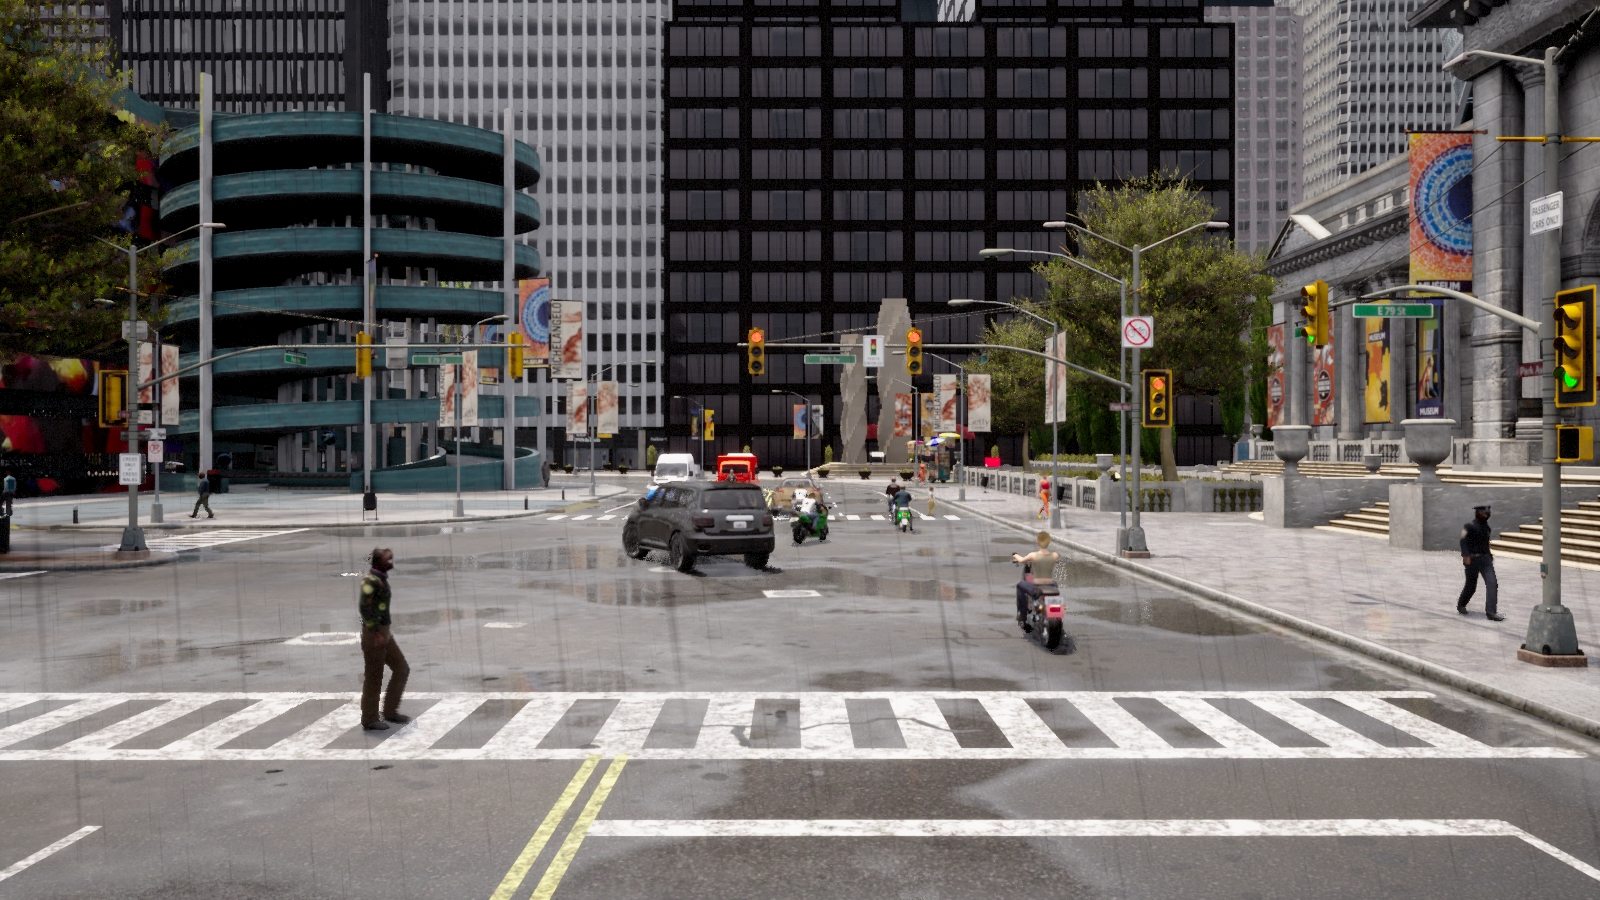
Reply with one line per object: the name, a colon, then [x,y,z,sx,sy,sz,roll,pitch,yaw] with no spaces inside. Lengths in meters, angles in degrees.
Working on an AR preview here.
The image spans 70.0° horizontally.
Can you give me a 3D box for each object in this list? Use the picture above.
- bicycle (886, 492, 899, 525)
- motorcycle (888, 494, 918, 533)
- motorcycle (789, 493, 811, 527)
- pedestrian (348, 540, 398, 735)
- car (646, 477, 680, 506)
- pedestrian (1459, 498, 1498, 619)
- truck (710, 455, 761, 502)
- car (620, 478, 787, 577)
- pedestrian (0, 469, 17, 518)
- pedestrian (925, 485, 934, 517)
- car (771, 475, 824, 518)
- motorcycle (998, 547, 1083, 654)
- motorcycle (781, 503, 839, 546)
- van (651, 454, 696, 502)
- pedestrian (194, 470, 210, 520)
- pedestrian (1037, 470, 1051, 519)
bicycle: [3.500,2.193,43.206,0.329,1.171,1.835,0,0,0]
motorcycle: [3.525,2.167,39.149,0.856,1.236,1.805,0,0,0]
motorcycle: [-0.003,2.197,42.138,0.803,1.145,2.033,0,0,0]
pedestrian: [-4.226,1.843,11.322,0.375,1.860,0.375,0,0,-5]
car: [-6.988,2.098,58.266,1.481,1.376,2.207,0,0,0]
pedestrian: [10.632,1.689,17.901,0.375,1.860,0.375,0,0,-4]
truck: [-3.541,1.543,64.074,2.627,2.467,5.204,0,0,-1]
car: [-2.511,1.769,27.955,2.150,2.045,5.566,0,0,-27]
pedestrian: [-30.407,1.681,43.881,0.375,1.860,0.375,0,0,11]
pedestrian: [5.366,2.111,47.359,0.375,1.300,0.375,0,0,8]
car: [-0.064,1.973,49.305,2.152,1.651,5.027,0,0,2]
motorcycle: [3.499,2.163,16.822,0.764,1.277,2.356,0,0,0]
motorcycle: [0.320,2.200,33.985,0.803,1.145,2.033,-1,0,31]
van: [-7.042,1.510,64.165,1.988,2.561,5.915,0,0,-1]
pedestrian: [-22.553,1.679,43.075,0.375,1.860,0.375,0,0,5]
pedestrian: [9.225,1.679,43.280,0.375,1.860,0.375,0,0,-20]
